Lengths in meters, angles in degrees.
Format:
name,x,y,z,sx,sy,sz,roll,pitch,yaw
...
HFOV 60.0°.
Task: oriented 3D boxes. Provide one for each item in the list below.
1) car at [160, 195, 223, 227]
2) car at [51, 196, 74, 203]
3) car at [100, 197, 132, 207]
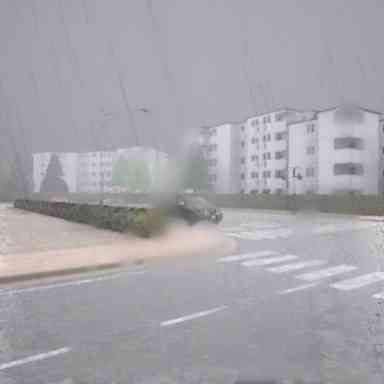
name,x,y,z,sx,sy,sz,roll,pitch,yaw
car,-0.222,1.250,23.482,2.150,2.045,5.566,0,0,-36
car,-19.407,1.379,49.730,2.097,1.767,4.553,0,0,-42
car,-7.816,1.380,34.080,2.097,1.767,4.553,0,0,-36
